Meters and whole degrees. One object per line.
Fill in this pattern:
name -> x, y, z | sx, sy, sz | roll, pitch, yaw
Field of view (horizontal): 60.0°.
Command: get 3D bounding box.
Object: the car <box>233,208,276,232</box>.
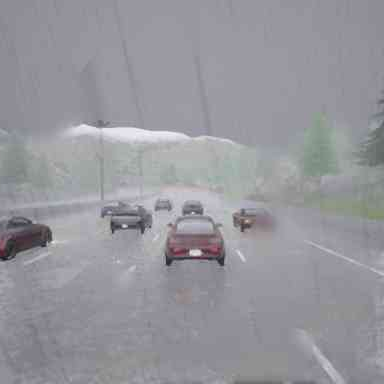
car -> 3.586, 1.618, 20.057 | 1.895, 1.301, 4.718 | 0, 0, 0

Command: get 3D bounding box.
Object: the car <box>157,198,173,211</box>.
car -> -3.429, 1.532, 40.673 | 2.128, 1.511, 4.902 | 0, 0, 0

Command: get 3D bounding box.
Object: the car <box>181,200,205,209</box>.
car -> 0.079, 1.534, 30.207 | 1.837, 1.490, 4.892 | 0, 0, 0

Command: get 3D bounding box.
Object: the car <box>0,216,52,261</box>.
car -> -6.908, 1.572, 12.394 | 1.994, 1.385, 4.181 | 0, 0, 0

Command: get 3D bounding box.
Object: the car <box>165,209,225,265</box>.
car -> 0.092, 1.533, 11.592 | 1.812, 1.442, 4.674 | 0, 0, 0

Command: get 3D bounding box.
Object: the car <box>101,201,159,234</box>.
car -> -3.413, 1.508, 19.302 | 2.128, 1.511, 4.902 | 0, 0, 0

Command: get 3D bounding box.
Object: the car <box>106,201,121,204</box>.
car -> -6.920, 1.555, 30.146 | 1.812, 1.442, 4.674 | 0, 0, 0
